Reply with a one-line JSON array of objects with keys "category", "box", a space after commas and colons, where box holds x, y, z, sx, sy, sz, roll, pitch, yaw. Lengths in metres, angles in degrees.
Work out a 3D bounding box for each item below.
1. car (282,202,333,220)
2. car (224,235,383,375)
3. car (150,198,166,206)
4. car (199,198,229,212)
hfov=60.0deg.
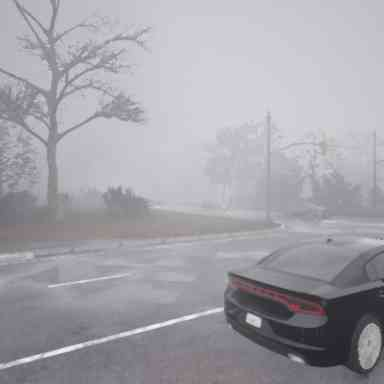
[{"category": "car", "box": [9.765, 1.598, 28.402, 1.994, 1.385, 4.181, 0, 0, -32]}, {"category": "car", "box": [2.829, 1.485, 5.666, 5.008, 1.535, 1.882, 0, 0, -35]}, {"category": "car", "box": [-6.121, 1.784, 58.529, 1.994, 1.385, 4.181, 0, -1, -24]}, {"category": "car", "box": [2.615, 1.554, 40.819, 2.128, 1.511, 4.902, 0, 0, -28]}]
